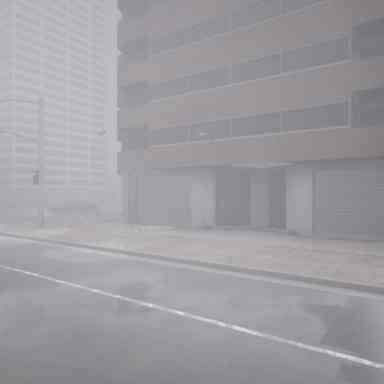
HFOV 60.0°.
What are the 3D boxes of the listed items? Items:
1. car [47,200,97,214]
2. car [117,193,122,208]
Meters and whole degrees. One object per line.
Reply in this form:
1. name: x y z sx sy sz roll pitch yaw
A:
1. car: -13.035 1.547 36.555 2.033 1.411 5.357 0 0 35
2. car: -7.335 1.352 44.674 2.097 1.767 4.553 0 0 35
